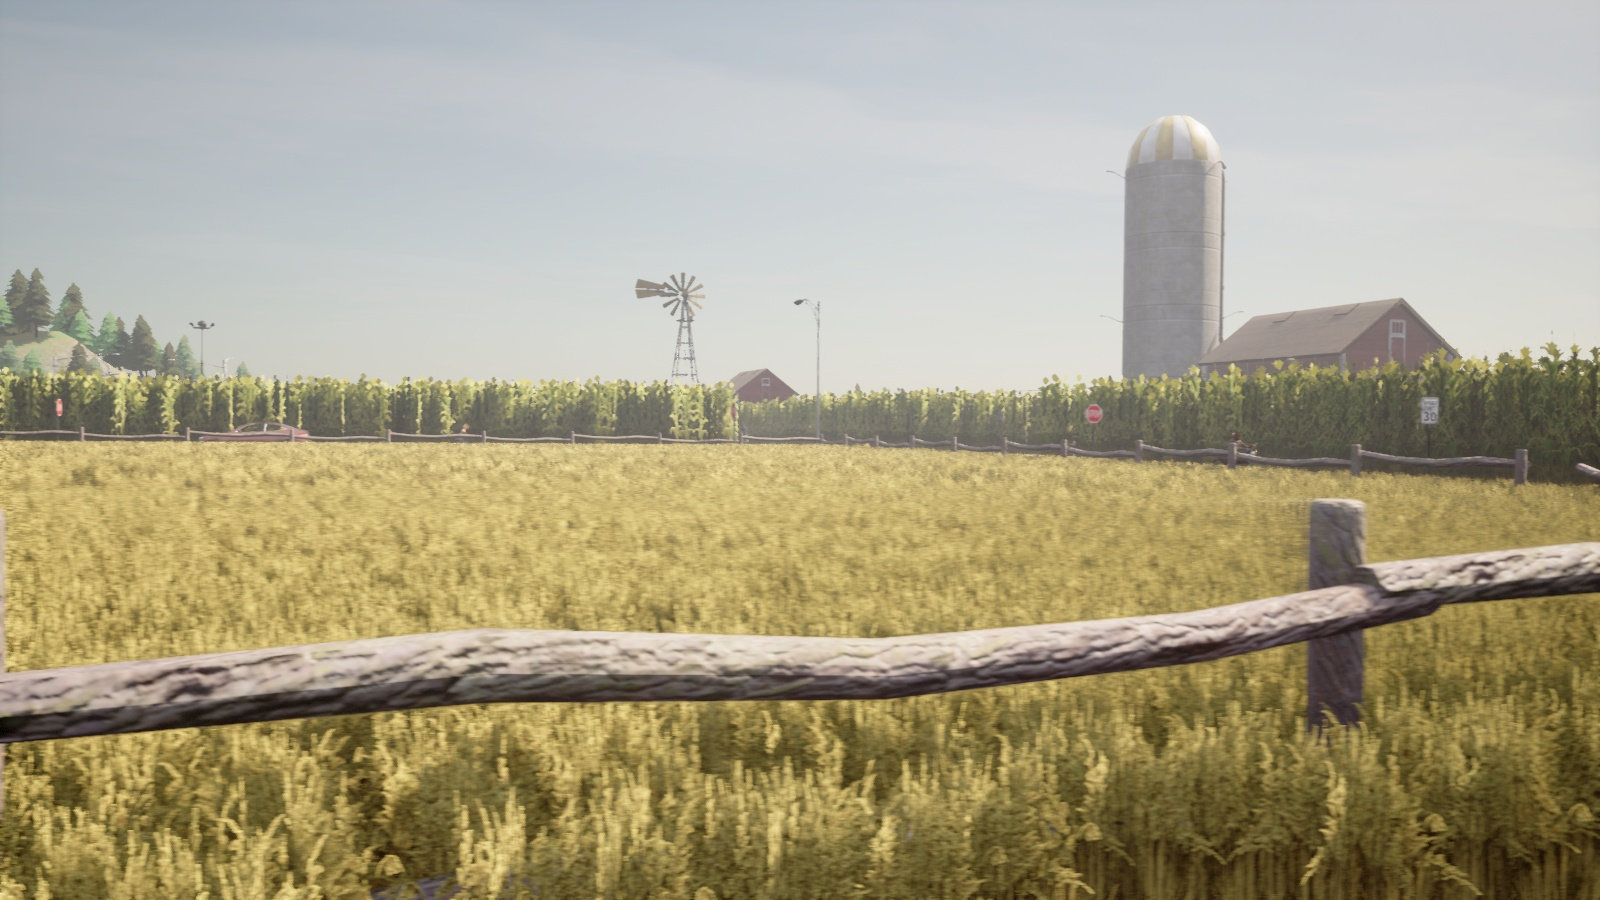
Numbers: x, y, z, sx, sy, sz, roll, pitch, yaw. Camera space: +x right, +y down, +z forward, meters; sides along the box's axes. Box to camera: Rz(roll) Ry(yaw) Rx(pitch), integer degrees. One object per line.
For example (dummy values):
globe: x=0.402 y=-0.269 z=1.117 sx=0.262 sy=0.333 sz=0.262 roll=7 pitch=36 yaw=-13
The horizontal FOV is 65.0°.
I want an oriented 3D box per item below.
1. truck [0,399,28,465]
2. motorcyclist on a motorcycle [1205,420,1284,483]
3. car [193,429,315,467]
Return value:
truck: x=-48.741 y=-1.053 z=74.535 sx=2.891 sy=3.827 sz=8.468 roll=-1 pitch=1 yaw=-18
motorcyclist on a motorcycle: x=12.134 y=0.022 z=34.365 sx=0.766 sy=1.649 sz=2.350 roll=-1 pitch=1 yaw=-17
car: x=-25.487 y=-0.107 z=58.796 sx=5.027 sy=1.651 sz=2.152 roll=-1 pitch=1 yaw=-17
